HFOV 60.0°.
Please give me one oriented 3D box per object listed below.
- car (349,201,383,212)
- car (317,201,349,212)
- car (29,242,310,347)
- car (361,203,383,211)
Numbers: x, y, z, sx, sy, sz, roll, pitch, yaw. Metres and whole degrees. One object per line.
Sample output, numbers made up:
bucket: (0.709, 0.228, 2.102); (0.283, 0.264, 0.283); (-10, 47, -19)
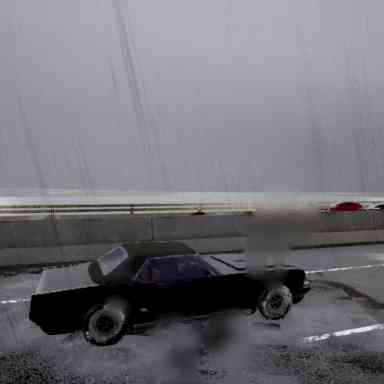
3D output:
car: (15.321, 1.531, 26.683); (4.674, 1.442, 1.812); (0, 0, -19)
car: (13.432, 1.531, 29.730); (4.674, 1.442, 1.812); (0, 0, -19)
car: (-0.273, 1.600, 6.084); (4.718, 1.301, 1.895); (0, 0, -20)
car: (14.268, 1.606, 22.606); (4.718, 1.301, 1.895); (0, 0, -19)
